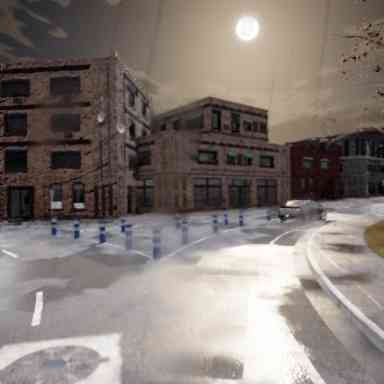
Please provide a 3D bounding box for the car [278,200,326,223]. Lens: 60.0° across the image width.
[{"bbox_3d":[7.855,1.299,23.525,2.128,1.511,4.902,-1,0,42],"label":"car"}]
